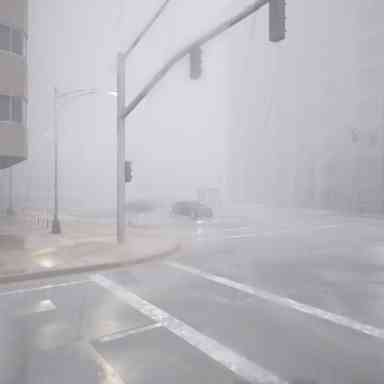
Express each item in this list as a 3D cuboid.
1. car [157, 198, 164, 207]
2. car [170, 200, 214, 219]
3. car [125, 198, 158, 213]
[{"bbox_3d":[-6.273,1.550,43.914,2.033,1.411,5.357,0,0,-36],"label":"car"},{"bbox_3d":[-0.096,1.506,29.185,1.837,1.490,4.892,0,0,-36],"label":"car"},{"bbox_3d":[-6.082,1.603,37.408,1.895,1.301,4.718,0,0,-36],"label":"car"}]
